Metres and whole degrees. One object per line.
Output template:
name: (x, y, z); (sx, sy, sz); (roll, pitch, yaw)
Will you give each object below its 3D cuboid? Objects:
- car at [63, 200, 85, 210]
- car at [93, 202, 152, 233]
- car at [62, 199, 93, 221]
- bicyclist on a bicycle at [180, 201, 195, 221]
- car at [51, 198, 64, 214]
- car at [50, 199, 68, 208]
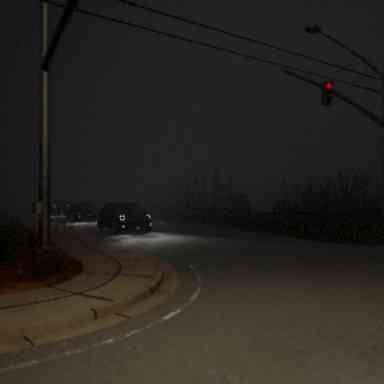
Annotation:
car: (-16.627, 1.811, 46.577); (1.895, 1.301, 4.718); (0, 0, -32)
car: (-4.158, 1.419, 20.234); (2.097, 1.767, 4.553); (0, 0, -32)
car: (-9.493, 1.620, 28.600); (1.837, 1.490, 4.892); (0, 0, -33)
bicyclist on a bicycle: (-0.250, 1.551, 27.306); (1.656, 1.620, 0.582); (0, 0, -33)
car: (-14.877, 1.515, 37.068); (2.097, 1.767, 4.553); (0, 0, -32)
car: (-22.035, 1.822, 54.962); (1.994, 1.385, 4.181); (0, 0, -33)
